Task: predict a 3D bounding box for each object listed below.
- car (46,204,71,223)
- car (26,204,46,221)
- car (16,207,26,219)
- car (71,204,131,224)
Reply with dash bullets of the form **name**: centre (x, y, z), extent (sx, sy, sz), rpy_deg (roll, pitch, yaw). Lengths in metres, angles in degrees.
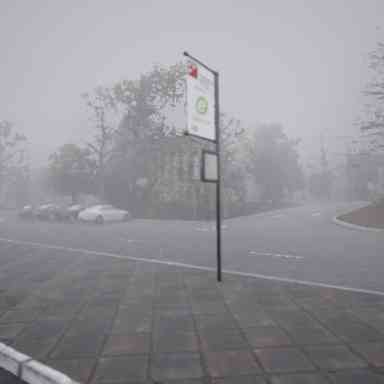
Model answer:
- **car**: centre (-9.784, 1.817, 29.522), extent (2.097, 1.535, 5.008), rpy_deg (-1, -1, 36)
- **car**: centre (-12.454, 1.864, 31.415), extent (2.231, 1.521, 4.892), rpy_deg (-1, -1, 36)
- **car**: centre (-15.118, 1.950, 33.320), extent (2.002, 1.452, 4.674), rpy_deg (-1, -1, 36)
- **car**: centre (-7.226, 1.812, 27.686), extent (2.002, 1.452, 4.674), rpy_deg (-1, -1, 36)
